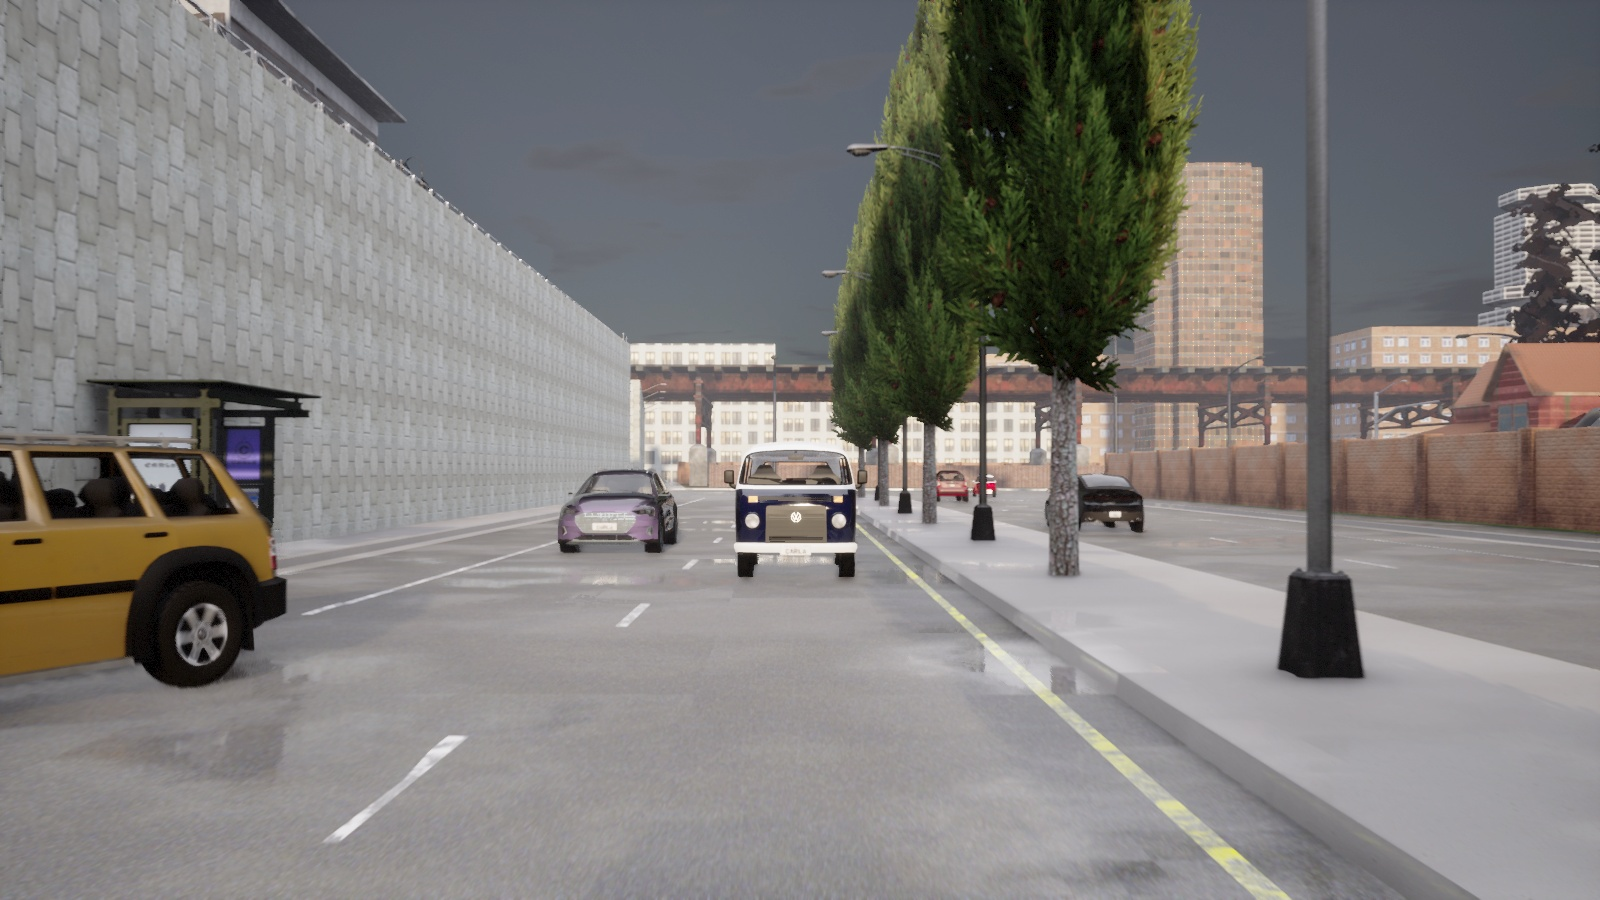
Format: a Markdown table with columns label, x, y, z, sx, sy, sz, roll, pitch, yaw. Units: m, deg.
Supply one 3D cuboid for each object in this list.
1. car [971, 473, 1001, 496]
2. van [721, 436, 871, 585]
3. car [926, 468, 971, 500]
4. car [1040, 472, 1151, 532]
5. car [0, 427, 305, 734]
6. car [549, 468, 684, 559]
| label | x | y | z | sx | sy | sz | roll | pitch | yaw |
| --- | --- | --- | --- | --- | --- | --- | --- | --- | --- |
| car | 11.283 | 2.081 | 76.417 | 1.481 | 1.376 | 2.207 | 0 | -1 | 0 |
| van | -0.060 | 0.872 | 19.603 | 2.069 | 2.038 | 4.480 | 0 | -1 | 0 |
| car | 7.810 | 1.779 | 66.397 | 1.851 | 1.617 | 3.988 | 0 | -1 | 0 |
| car | 7.901 | 1.343 | 34.026 | 1.837 | 1.490 | 4.892 | 0 | -1 | 0 |
| car | -5.672 | 0.787 | 8.041 | 1.932 | 1.855 | 4.605 | 0 | -1 | 24 |
| car | -3.575 | 1.198 | 25.394 | 2.033 | 1.649 | 4.856 | 0 | -1 | 0 |
